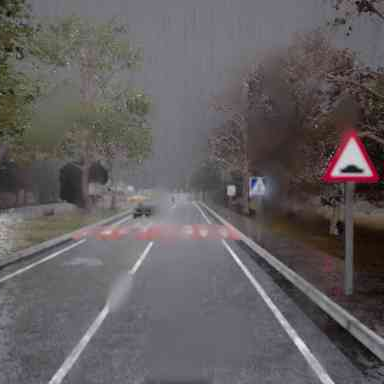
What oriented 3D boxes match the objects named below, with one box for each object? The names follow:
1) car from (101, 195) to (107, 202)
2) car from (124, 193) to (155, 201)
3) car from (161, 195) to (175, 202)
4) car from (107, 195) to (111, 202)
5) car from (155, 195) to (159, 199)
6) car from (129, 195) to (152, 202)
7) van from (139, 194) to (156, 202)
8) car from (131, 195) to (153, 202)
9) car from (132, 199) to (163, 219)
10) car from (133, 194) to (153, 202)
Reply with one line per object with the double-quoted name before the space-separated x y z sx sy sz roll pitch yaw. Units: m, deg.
"car" -25.092 1.673 84.492 4.892 1.521 2.231 0 -2 -1
"car" -11.597 1.397 73.479 5.366 1.575 1.946 0 -1 -1
"car" -4.592 1.367 68.682 2.128 1.511 4.902 0 -1 -1
"car" -25.184 1.702 90.033 4.553 1.767 2.185 0 -2 -1
"car" -11.989 1.411 84.566 5.566 2.045 2.435 0 -2 -1
"car" -11.846 1.455 76.243 4.892 1.521 2.231 0 -1 -1
"van" -12.310 1.670 92.886 4.442 1.987 1.878 0 -2 -1
"car" -11.906 1.516 79.013 5.008 1.535 2.097 0 -1 -1
"car" -3.812 1.527 28.224 1.895 1.301 4.718 0 1 -1
"car" -11.990 1.461 81.792 4.553 1.767 2.185 0 -2 -1
